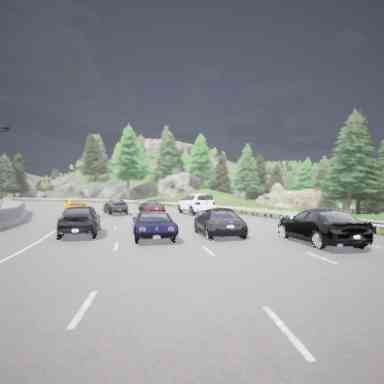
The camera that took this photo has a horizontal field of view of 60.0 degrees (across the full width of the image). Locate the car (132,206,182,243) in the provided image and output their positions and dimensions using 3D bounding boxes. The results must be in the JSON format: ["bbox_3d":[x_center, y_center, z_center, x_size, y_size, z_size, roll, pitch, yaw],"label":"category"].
[{"bbox_3d":[-1.930,1.592,16.090,1.895,1.301,4.718,0,0,-12],"label":"car"}]

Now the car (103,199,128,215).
[{"bbox_3d":[-7.743,1.478,33.361,2.128,1.511,4.902,0,0,-24],"label":"car"}]

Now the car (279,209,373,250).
[{"bbox_3d":[5.473,1.461,14.323,1.882,1.535,5.008,0,0,-10],"label":"car"}]

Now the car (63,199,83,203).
[{"bbox_3d":[-12.316,1.468,34.810,1.882,1.535,5.008,0,0,-27],"label":"car"}]

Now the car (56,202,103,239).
[{"bbox_3d":[-5.847,1.499,17.429,1.837,1.490,4.892,0,0,-13],"label":"car"}]

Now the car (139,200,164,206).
[{"bbox_3d":[-4.160,1.545,33.893,1.994,1.385,4.181,0,0,-23],"label":"car"}]

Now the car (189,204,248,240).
[{"bbox_3d":[1.357,1.550,17.135,1.994,1.385,4.181,0,0,-11],"label":"car"}]

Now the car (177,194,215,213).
[{"bbox_3d":[0.335,1.198,32.411,2.150,2.045,5.566,0,0,-22],"label":"car"}]
